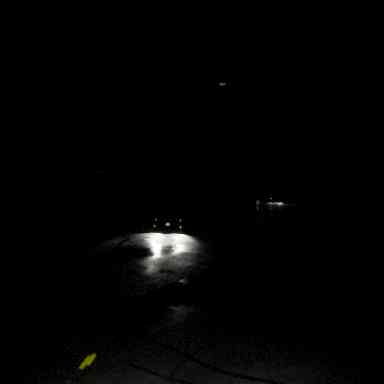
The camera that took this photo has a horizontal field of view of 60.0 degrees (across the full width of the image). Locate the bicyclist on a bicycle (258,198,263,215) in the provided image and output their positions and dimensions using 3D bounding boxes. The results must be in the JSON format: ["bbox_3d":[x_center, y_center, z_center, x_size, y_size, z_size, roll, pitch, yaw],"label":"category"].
[{"bbox_3d":[6.191,1.374,31.154,0.866,1.612,1.509,2,1,19],"label":"bicyclist on a bicycle"}]

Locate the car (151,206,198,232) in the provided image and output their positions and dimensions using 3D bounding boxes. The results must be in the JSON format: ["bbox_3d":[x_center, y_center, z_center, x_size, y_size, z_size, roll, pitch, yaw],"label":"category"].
[{"bbox_3d":[-0.894,1.506,19.540,1.994,1.385,4.181,1,0,12],"label":"car"}]

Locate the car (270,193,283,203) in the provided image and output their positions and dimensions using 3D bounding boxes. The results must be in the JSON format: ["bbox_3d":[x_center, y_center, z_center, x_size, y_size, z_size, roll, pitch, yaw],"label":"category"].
[{"bbox_3d":[15.225,1.048,58.281,1.837,1.490,4.892,3,2,33],"label":"car"}]

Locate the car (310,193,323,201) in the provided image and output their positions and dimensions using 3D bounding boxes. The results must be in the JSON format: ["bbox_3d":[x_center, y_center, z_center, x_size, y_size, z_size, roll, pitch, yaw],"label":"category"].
[{"bbox_3d":[26.159,0.991,69.837,1.837,1.490,4.892,3,2,32],"label":"car"}]

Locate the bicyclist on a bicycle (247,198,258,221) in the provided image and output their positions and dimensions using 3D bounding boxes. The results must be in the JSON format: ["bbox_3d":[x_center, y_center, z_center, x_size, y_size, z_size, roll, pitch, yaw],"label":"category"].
[{"bbox_3d":[4.486,1.425,25.524,0.582,1.620,1.656,1,0,15],"label":"bicyclist on a bicycle"}]

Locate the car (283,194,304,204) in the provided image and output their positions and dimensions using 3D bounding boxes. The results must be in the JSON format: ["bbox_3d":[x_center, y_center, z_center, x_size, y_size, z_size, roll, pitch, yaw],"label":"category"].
[{"bbox_3d":[17.292,1.151,55.620,1.882,1.535,5.008,3,2,32],"label":"car"}]
